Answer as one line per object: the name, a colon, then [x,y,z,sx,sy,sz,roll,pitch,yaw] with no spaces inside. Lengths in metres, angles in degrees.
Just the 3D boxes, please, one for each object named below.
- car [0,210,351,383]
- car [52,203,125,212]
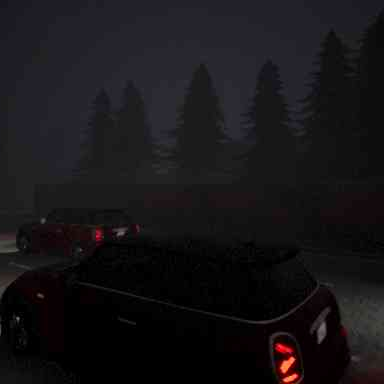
car: [-0.515,1.310,4.357,4.553,1.767,2.097,1,1,35]
car: [-3.812,1.212,11.008,4.553,1.767,2.097,1,1,35]
